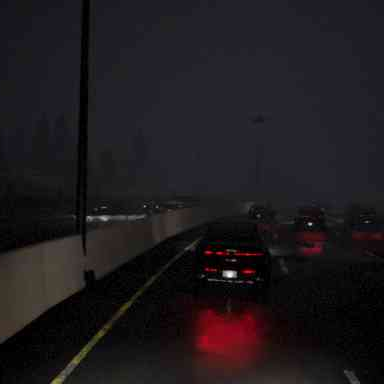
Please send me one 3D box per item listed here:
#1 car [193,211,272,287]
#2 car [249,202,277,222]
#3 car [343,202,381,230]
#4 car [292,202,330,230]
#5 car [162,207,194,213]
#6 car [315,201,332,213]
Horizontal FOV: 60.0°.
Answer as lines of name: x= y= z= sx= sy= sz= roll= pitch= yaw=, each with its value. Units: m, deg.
car: x=1.199 y=1.525 z=9.543 sx=1.837 sy=1.490 sz=4.892 roll=1 pitch=0 yaw=9
car: x=5.838 y=1.602 z=27.243 sx=2.128 sy=1.511 sz=4.902 roll=1 pitch=0 yaw=20
car: x=11.970 y=1.740 z=23.579 sx=2.128 sy=1.511 sz=4.902 roll=1 pitch=0 yaw=18
car: x=7.903 y=1.666 z=22.465 sx=1.837 sy=1.490 sz=4.892 roll=1 pitch=1 yaw=17
car: x=-0.958 y=1.181 z=29.593 sx=2.150 sy=2.045 sz=5.566 roll=1 pitch=0 yaw=20
car: x=15.487 y=1.805 z=39.740 sx=2.128 sy=1.511 sz=4.902 roll=1 pitch=0 yaw=30
